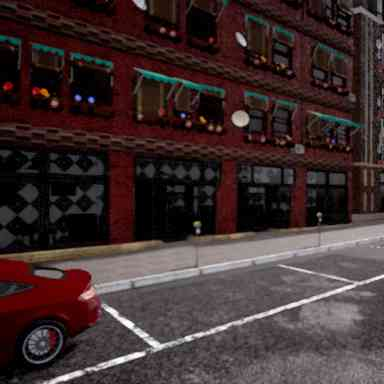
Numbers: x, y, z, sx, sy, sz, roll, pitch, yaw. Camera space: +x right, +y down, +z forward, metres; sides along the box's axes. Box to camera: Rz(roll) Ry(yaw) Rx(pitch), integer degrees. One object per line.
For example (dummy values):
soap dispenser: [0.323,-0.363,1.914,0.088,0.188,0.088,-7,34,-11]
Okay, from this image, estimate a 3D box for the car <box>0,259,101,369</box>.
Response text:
car: [-3.293,1.585,4.197,4.206,1.307,1.802,0,1,-36]
